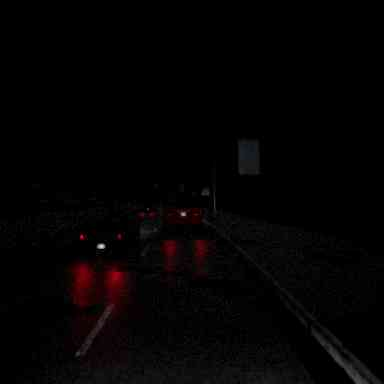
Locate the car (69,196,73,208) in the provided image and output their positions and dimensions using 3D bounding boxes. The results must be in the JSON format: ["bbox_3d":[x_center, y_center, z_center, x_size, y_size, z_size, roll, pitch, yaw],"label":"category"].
[{"bbox_3d":[-20.276,1.563,48.609,4.553,1.767,2.185,0,-1,-25],"label":"car"}]

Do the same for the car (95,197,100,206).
[{"bbox_3d":[-21.915,1.832,66.387,5.566,2.045,2.435,0,-1,-25],"label":"car"}]

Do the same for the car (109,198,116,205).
[{"bbox_3d":[-23.919,2.826,90.189,5.366,1.575,1.946,0,-2,-25],"label":"car"}]

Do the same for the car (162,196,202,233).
[{"bbox_3d":[-0.625,1.257,19.973,2.150,2.045,5.566,0,0,-4],"label":"car"}]

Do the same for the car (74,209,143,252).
[{"bbox_3d":[-3.292,1.613,13.897,1.895,1.301,4.718,0,0,-3],"label":"car"}]

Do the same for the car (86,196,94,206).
[{"bbox_3d":[-21.319,1.677,60.494,5.566,2.045,2.435,0,-2,-25],"label":"car"}]

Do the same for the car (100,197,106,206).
[{"bbox_3d":[-22.879,2.353,75.203,5.366,1.575,1.946,0,-2,-25],"label":"car"}]

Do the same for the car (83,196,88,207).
[{"bbox_3d":[-21.069,1.898,57.505,4.674,1.452,2.002,0,-2,-25],"label":"car"}]

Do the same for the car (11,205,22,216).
[{"bbox_3d":[-18.604,1.506,30.846,5.008,1.535,2.097,0,0,-25],"label":"car"}]

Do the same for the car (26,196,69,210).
[{"bbox_3d":[-19.962,1.643,45.656,5.008,1.535,2.097,0,-1,-25],"label":"car"}]

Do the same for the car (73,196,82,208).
[{"bbox_3d":[-20.353,1.735,51.667,5.366,1.575,1.946,0,-1,-25],"label":"car"}]

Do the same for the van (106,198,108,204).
[{"bbox_3d":[-22.887,2.226,78.311,4.442,1.987,1.878,0,-2,-25],"label":"van"}]

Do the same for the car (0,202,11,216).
[{"bbox_3d":[-18.335,1.496,27.896,5.008,1.535,2.097,0,0,-25],"label":"car"}]

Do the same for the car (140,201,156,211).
[{"bbox_3d":[-5.544,1.768,42.450,1.895,1.301,4.718,0,-1,-5],"label":"car"}]

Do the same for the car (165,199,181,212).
[{"bbox_3d":[-2.542,1.658,42.553,1.882,1.535,5.008,0,-1,-5],"label":"car"}]
